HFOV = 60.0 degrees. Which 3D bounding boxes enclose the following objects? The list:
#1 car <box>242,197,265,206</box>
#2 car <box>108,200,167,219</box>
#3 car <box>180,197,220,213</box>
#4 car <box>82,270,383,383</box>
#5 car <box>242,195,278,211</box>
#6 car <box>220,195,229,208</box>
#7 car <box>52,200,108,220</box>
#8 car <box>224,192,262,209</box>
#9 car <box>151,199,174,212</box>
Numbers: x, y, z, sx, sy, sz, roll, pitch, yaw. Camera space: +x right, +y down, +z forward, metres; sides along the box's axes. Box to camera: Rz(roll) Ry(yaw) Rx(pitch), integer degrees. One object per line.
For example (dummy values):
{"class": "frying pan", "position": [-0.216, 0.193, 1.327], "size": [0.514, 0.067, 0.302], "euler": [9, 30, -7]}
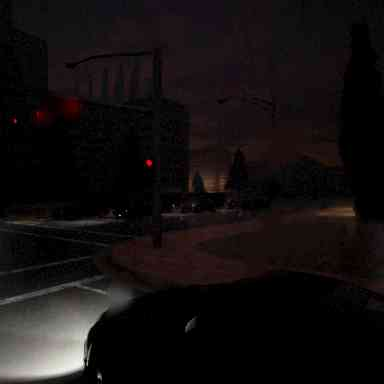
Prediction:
{"class": "car", "position": [10.306, 1.564, 55.513], "size": [1.994, 1.385, 4.181], "euler": [0, 0, 37]}
{"class": "car", "position": [-4.641, 1.601, 29.119], "size": [1.895, 1.301, 4.718], "euler": [0, 0, 36]}
{"class": "car", "position": [0.679, 1.352, 36.447], "size": [2.097, 1.767, 4.553], "euler": [0, 0, 36]}
{"class": "car", "position": [0.785, 1.564, 3.441], "size": [4.181, 1.385, 1.994], "euler": [0, 0, 35]}
{"class": "car", "position": [8.607, 1.491, 41.063], "size": [2.128, 1.511, 4.902], "euler": [0, 0, 36]}
{"class": "car", "position": [2.331, 1.547, 44.664], "size": [2.033, 1.411, 5.357], "euler": [0, 0, 36]}
{"class": "car", "position": [-9.444, 1.478, 28.478], "size": [1.882, 1.535, 5.008], "euler": [0, 0, 36]}
{"class": "car", "position": [6.981, 1.221, 45.105], "size": [2.150, 2.045, 5.566], "euler": [0, 0, 36]}
{"class": "car", "position": [-3.923, 1.505, 36.063], "size": [1.837, 1.490, 4.892], "euler": [0, 0, 36]}
